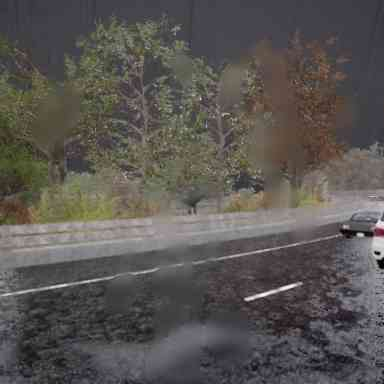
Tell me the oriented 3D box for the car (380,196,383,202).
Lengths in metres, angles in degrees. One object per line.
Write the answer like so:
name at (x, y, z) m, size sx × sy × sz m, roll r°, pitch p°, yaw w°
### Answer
car at (46.517, 1.716, 78.445) m, size 1.812 × 1.442 × 4.674 m, roll 0°, pitch 0°, yaw 5°

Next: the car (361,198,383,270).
car at (7.424, 1.245, 10.062) m, size 5.566 × 2.045 × 2.150 m, roll 0°, pitch 0°, yaw -42°

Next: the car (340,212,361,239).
car at (9.166, 1.643, 16.576) m, size 1.895 × 1.301 × 4.718 m, roll 0°, pitch 0°, yaw 45°
